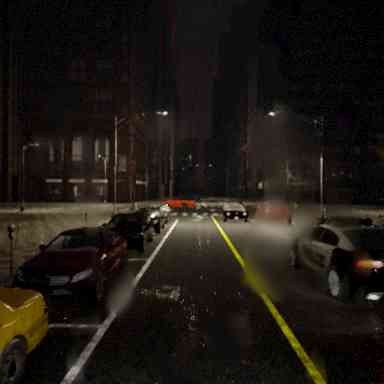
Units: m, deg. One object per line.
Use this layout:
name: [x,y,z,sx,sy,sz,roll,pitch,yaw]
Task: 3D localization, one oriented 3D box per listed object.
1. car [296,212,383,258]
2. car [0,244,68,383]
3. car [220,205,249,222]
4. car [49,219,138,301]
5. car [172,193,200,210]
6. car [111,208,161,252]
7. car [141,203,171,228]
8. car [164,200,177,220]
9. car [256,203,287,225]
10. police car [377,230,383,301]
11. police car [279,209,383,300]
car: [5.917,1.630,13.762,1.947,1.339,4.313,0,0,1]
car: [-2.754,1.506,2.428,1.752,1.417,4.829,0,0,1]
car: [3.327,1.662,26.911,1.895,1.301,4.718,0,0,1]
car: [-2.679,1.569,8.234,1.802,1.307,4.206,0,0,1]
car: [-1.726,1.413,44.596,4.553,1.767,2.097,0,0,35]
car: [-2.607,1.561,13.870,1.947,1.339,4.313,0,0,1]
car: [-2.534,1.569,19.506,1.947,1.339,4.313,0,0,1]
car: [-2.462,1.563,25.142,2.008,1.369,4.403,0,0,1]
car: [6.063,1.521,25.034,1.967,1.590,4.097,0,0,1]
police car: [3.883,1.460,2.608,1.930,1.638,5.238,0,0,1]
police car: [3.960,1.467,8.607,1.930,1.638,5.238,0,0,1]
